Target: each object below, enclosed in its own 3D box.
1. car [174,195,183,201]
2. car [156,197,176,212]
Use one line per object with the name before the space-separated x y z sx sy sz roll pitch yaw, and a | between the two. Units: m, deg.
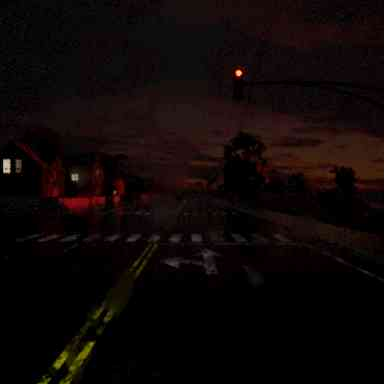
car | -3.295 1.413 82.613 2.097 1.767 4.553 0 0 0
car | -3.272 1.638 40.094 1.895 1.301 4.718 0 0 0
